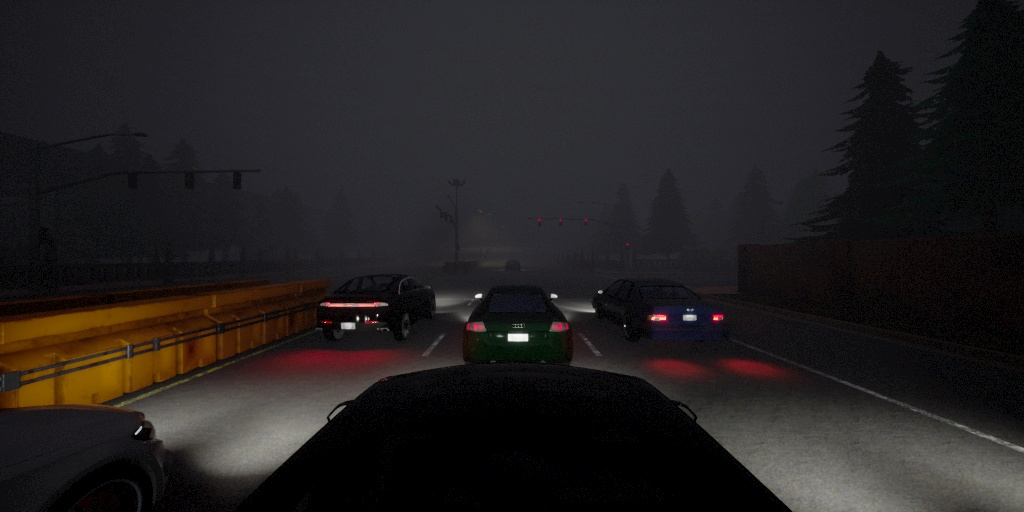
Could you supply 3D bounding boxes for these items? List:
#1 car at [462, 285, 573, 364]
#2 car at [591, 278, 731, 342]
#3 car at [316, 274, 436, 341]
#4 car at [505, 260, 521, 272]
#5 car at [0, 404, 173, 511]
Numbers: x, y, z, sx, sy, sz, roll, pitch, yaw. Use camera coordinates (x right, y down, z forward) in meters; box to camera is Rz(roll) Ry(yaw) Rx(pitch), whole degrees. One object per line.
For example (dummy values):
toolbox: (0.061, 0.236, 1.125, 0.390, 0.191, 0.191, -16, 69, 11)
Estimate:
car: (0.099, 1.314, 7.917, 1.994, 1.385, 4.181, 0, 0, 0)
car: (3.601, 1.297, 9.774, 2.033, 1.411, 5.357, 0, 0, 0)
car: (-3.399, 1.241, 9.869, 2.128, 1.511, 4.902, 0, 0, 0)
car: (0.103, 1.228, 46.001, 1.882, 1.535, 5.008, 0, 0, 0)
car: (-3.403, 1.276, 0.632, 1.812, 1.442, 4.674, 0, 0, 0)
